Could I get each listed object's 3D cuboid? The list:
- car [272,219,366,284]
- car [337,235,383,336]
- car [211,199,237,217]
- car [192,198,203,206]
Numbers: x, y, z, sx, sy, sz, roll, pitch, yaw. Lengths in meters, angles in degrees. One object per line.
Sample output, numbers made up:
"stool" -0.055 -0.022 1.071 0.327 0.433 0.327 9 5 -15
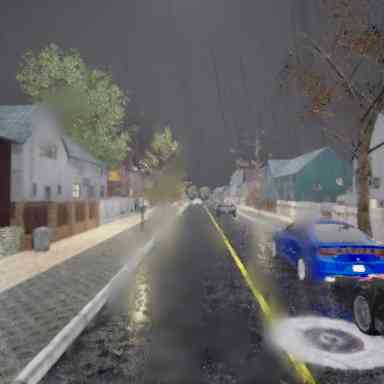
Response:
"car" 3.704 1.535 9.793 1.882 1.535 5.008 1 0 1
"car" 3.606 1.568 3.793 1.812 1.442 4.674 1 0 1
"car" 3.303 1.647 32.953 2.128 1.511 4.902 1 0 2
"car" 0.979 1.883 61.979 1.812 1.442 4.674 1 -1 1
